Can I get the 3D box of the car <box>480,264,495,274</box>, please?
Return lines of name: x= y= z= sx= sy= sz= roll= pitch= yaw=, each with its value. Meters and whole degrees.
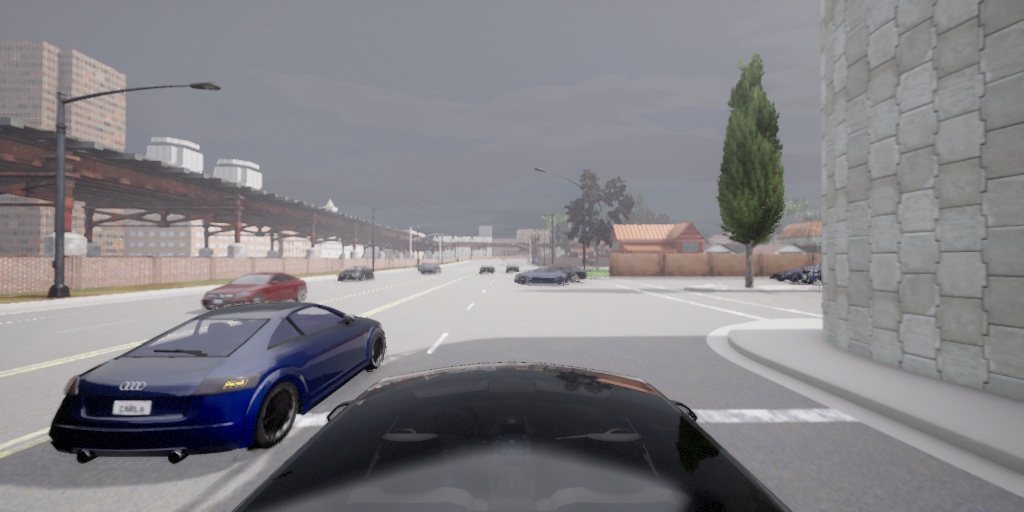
car: x=-3.405 y=1.832 z=50.220 sx=1.895 sy=1.301 sz=4.718 roll=0 pitch=-1 yaw=0

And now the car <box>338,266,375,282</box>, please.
car: x=-14.085 y=1.620 z=32.634 sx=1.994 sy=1.385 sz=4.181 roll=0 pitch=-1 yaw=0

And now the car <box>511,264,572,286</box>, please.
car: x=2.302 y=1.573 z=27.752 sx=4.181 sy=1.385 sz=1.994 roll=0 pitch=0 yaw=7

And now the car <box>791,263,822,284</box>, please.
car: x=25.311 y=1.231 z=27.653 sx=5.566 sy=2.045 sz=2.150 roll=0 pitch=-1 yaw=0

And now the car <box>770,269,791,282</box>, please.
car: x=25.599 y=1.591 z=31.150 sx=5.357 sy=1.411 sz=2.033 roll=0 pitch=-1 yaw=0

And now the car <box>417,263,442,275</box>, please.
car: x=-10.572 y=1.749 z=47.291 sx=2.033 sy=1.411 sz=5.357 roll=0 pitch=-1 yaw=0

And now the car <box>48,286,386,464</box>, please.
car: x=-3.407 y=1.349 z=5.229 sx=1.994 sy=1.385 sz=4.181 roll=0 pitch=0 yaw=0

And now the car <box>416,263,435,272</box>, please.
car: x=-14.009 y=1.837 z=58.370 sx=1.812 sy=1.442 sz=4.674 roll=0 pitch=-1 yaw=1

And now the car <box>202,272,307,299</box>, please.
car: x=-10.581 y=1.409 z=15.226 sx=1.812 sy=1.442 sz=4.674 roll=0 pitch=-1 yaw=0

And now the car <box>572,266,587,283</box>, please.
car: x=4.046 y=1.548 z=31.196 sx=4.892 sy=1.490 sz=1.837 roll=0 pitch=0 yaw=7

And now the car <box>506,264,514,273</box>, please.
car: x=0.096 y=1.870 z=54.029 sx=1.895 sy=1.301 sz=4.718 roll=0 pitch=-1 yaw=0
